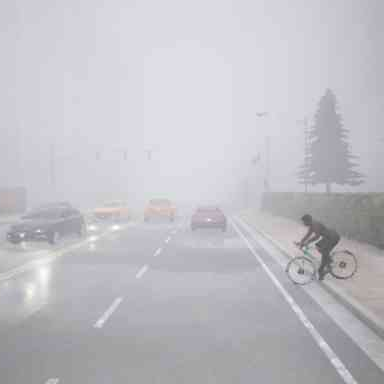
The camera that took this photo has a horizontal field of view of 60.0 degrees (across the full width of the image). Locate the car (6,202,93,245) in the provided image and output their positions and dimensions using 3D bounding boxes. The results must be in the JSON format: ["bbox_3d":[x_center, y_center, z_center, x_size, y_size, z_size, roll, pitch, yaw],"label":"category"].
[{"bbox_3d":[-6.428,1.425,15.262,1.837,1.490,4.892,0,0,3],"label":"car"}]

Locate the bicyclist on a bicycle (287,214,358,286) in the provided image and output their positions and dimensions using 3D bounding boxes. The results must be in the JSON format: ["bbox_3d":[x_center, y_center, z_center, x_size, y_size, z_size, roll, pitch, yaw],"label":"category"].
[{"bbox_3d":[2.944,1.316,7.731,1.656,1.620,0.582,-9,0,3],"label":"bicyclist on a bicycle"}]

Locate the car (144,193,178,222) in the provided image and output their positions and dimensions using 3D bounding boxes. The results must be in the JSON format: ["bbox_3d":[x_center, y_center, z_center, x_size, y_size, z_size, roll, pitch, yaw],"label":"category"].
[{"bbox_3d":[-2.255,1.224,25.232,2.097,1.767,4.553,0,0,3],"label":"car"}]

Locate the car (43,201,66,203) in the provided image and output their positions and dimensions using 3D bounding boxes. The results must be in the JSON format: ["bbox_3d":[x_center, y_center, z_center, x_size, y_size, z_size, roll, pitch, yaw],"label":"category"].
[{"bbox_3d":[-9.528,1.386,22.778,1.837,1.490,4.892,0,0,3],"label":"car"}]

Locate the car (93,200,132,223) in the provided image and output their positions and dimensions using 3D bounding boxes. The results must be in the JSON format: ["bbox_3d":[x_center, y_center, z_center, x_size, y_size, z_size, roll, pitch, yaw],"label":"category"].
[{"bbox_3d":[-5.879,1.352,24.881,1.882,1.535,5.008,0,0,3],"label":"car"}]

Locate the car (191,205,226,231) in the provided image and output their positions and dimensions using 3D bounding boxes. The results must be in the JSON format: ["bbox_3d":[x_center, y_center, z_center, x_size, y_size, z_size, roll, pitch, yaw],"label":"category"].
[{"bbox_3d":[1.007,1.464,19.972,1.994,1.385,4.181,0,0,3],"label":"car"}]
